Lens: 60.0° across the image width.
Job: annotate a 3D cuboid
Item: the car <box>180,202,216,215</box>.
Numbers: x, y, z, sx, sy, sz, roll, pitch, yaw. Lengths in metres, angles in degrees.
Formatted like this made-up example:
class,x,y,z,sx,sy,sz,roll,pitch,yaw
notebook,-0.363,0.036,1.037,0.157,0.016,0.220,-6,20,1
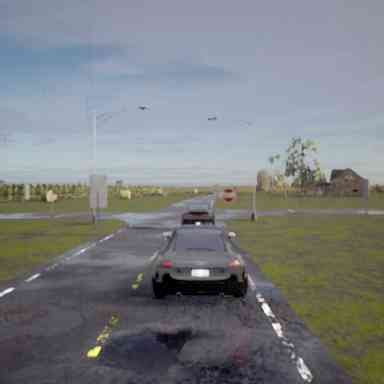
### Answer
class,x,y,z,sx,sy,sz,roll,pitch,yaw
car,0.363,1.372,19.698,1.837,1.490,4.892,0,0,1

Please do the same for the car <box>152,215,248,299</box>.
class,x,y,z,sx,sy,sz,roll,pitch,yaw
car,0.177,1.508,8.386,1.994,1.385,4.181,0,0,0
